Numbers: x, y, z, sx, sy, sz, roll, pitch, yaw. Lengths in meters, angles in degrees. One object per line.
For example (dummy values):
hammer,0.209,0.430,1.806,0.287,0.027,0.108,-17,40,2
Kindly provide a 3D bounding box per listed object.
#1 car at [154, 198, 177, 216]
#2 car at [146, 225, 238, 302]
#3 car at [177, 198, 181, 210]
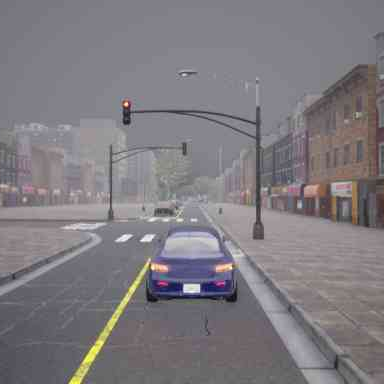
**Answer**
car,-2.903,1.660,35.529,1.882,1.535,5.008,0,-1,0
car,-0.003,1.537,8.159,1.812,1.442,4.674,0,0,0
car,-2.898,1.818,47.397,1.812,1.442,4.674,0,0,0
